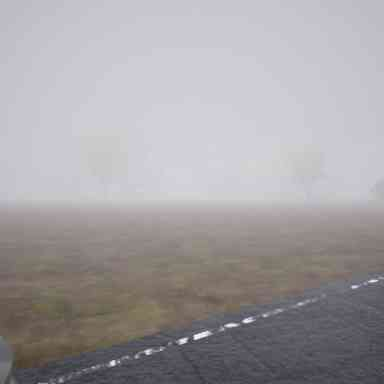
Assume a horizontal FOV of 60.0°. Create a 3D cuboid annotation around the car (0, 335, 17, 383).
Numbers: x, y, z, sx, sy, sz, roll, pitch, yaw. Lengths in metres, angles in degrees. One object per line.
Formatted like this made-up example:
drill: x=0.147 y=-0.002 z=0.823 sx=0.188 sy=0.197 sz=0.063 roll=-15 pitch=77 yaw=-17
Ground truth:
car: x=-3.256 y=1.508 z=1.054 sx=4.892 sy=1.490 sz=1.837 roll=0 pitch=0 yaw=-36
